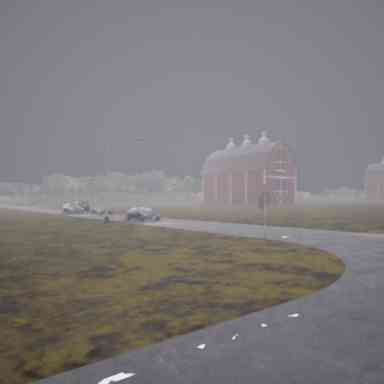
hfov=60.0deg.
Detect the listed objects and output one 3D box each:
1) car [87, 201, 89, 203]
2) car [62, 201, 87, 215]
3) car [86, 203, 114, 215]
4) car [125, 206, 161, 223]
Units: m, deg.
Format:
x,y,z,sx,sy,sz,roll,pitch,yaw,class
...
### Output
x,y,z,sx,sy,sz,roll,pitch,yaw,class
-18.949,2.465,55.991,2.150,2.045,5.566,1,-2,-36,car
-17.730,2.428,49.573,2.097,1.767,4.553,1,-2,-35,car
-12.961,2.554,47.753,2.033,1.411,5.357,1,-2,-35,car
-4.721,2.059,31.367,1.812,1.442,4.674,1,-2,-36,car
